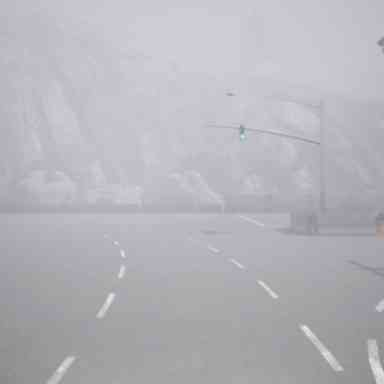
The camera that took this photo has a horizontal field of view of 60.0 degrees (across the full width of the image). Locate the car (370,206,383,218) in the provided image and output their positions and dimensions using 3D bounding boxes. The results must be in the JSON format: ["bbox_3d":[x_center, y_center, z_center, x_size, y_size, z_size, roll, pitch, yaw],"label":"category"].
[{"bbox_3d":[16.850,1.772,26.171,4.181,1.385,1.994,0,-1,-1],"label":"car"}]

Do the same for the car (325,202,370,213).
[{"bbox_3d":[17.001,1.854,36.673,5.357,1.411,2.033,0,-1,-1],"label":"car"}]
